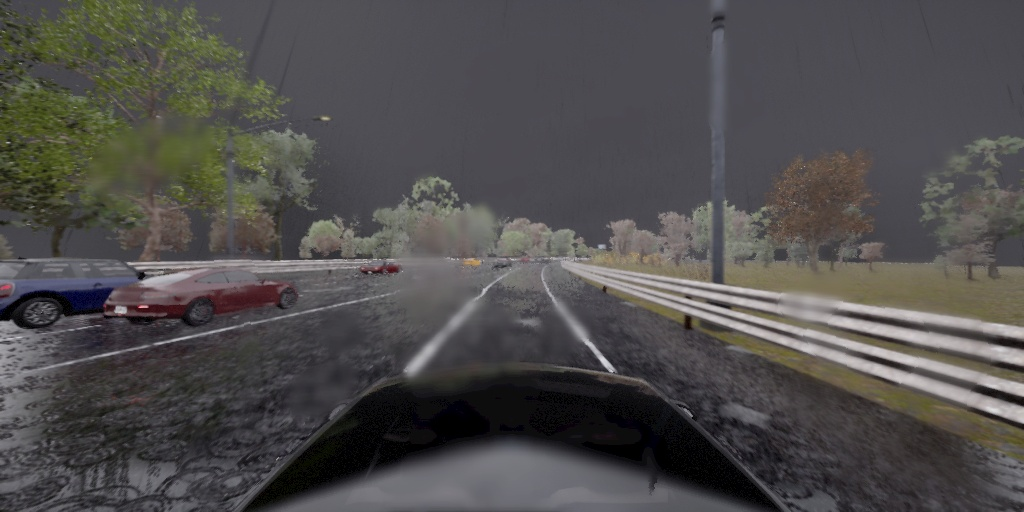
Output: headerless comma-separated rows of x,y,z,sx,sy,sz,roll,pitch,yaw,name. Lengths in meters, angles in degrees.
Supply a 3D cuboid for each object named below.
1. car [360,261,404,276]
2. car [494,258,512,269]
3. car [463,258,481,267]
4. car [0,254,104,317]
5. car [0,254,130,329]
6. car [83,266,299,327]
-11.893,1.136,33.159,1.895,1.301,4.718,0,0,10,car
-1.205,1.205,52.341,1.895,1.301,4.718,0,0,11,car
-6.647,1.080,60.538,1.882,1.535,5.008,0,0,12,car
-15.466,0.835,10.271,2.097,1.767,4.553,0,0,8,car
-11.938,0.847,10.244,2.097,1.767,4.553,0,0,8,car
-8.388,1.034,10.266,1.812,1.442,4.674,0,0,8,car
